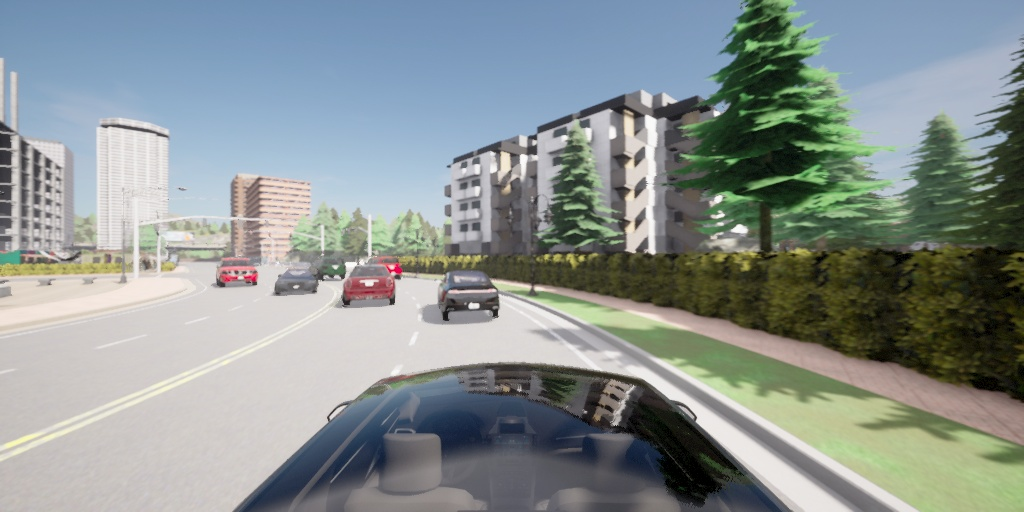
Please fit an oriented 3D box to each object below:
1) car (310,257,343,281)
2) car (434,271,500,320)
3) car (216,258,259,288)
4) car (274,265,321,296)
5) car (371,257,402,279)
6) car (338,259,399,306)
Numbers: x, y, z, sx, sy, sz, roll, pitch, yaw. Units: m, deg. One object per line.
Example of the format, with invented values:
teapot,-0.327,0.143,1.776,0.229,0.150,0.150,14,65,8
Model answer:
car,-17.243,1.160,33.432,2.150,2.045,5.566,0,0,-42
car,-1.687,1.271,12.920,2.128,1.511,4.902,0,0,-13
car,-20.585,1.164,26.825,2.150,2.045,5.566,0,0,-42
car,-12.295,1.443,20.608,1.994,1.385,4.181,0,0,-29
car,-11.945,1.115,32.685,2.150,2.045,5.566,0,0,-40
car,-6.528,1.178,16.644,2.097,1.767,4.553,-1,0,-19
